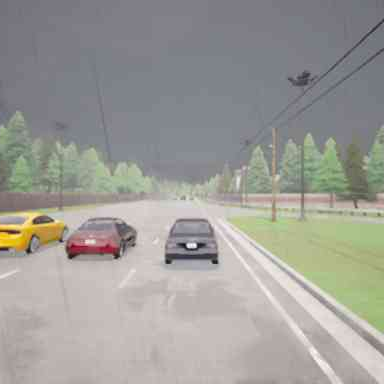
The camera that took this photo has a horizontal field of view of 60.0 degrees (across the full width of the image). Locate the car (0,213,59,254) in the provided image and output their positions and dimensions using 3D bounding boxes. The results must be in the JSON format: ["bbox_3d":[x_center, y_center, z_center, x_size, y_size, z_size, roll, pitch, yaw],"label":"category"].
[{"bbox_3d":[-6.982,1.627,14.226,1.882,1.535,5.008,0,0,0],"label":"car"}]

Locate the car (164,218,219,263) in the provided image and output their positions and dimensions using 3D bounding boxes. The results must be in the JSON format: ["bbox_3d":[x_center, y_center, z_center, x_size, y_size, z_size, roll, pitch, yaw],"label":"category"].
[{"bbox_3d":[0.003,1.680,12.505,2.033,1.411,5.357,0,-1,0],"label":"car"}]

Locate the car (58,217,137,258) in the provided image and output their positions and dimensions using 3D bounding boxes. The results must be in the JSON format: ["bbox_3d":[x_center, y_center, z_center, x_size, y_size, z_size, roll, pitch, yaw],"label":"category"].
[{"bbox_3d":[-3.488,1.707,13.474,1.994,1.385,4.181,0,-1,1],"label":"car"}]
